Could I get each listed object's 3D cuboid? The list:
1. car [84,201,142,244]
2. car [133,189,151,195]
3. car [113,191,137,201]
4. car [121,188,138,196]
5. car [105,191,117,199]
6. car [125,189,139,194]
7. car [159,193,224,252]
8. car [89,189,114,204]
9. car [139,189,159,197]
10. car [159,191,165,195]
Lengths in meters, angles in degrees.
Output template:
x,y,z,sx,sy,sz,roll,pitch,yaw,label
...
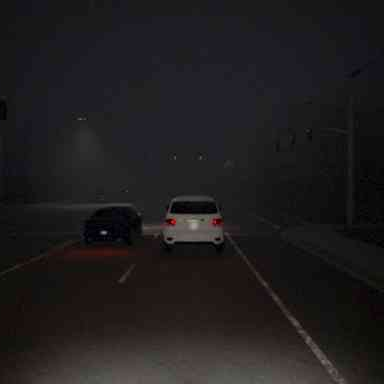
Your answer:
x,y,z,sx,sy,sz,roll,pitch,yaw,label
-3.463,1.398,15.350,1.882,1.535,5.008,0,1,-1,car
-13.220,0.058,87.463,2.128,1.511,4.902,-1,1,-45,car
-9.997,0.964,49.868,1.895,1.301,4.718,0,1,-1,car
-16.110,-0.035,85.427,2.097,1.767,4.553,-1,1,-45,car
-16.054,0.600,65.871,1.812,1.442,4.674,0,1,-20,car
-12.506,0.612,66.320,2.033,1.411,5.357,0,1,-19,car
0.085,1.159,13.698,2.150,2.045,5.566,0,0,0,car
-13.478,0.596,49.241,2.150,2.045,5.566,0,1,-1,car
-10.416,0.395,77.974,2.033,1.411,5.357,-1,1,-32,car
-7.780,0.407,80.341,1.895,1.301,4.718,-1,1,-32,car
